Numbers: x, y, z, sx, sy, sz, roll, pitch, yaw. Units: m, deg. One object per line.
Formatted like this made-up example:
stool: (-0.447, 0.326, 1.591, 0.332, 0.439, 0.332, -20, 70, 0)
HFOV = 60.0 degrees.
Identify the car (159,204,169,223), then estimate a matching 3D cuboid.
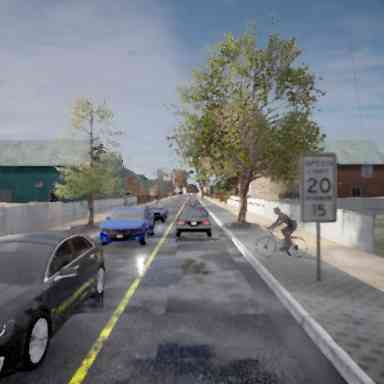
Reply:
car: (-2.848, 1.587, 25.523, 1.895, 1.301, 4.718, 0, 0, 0)

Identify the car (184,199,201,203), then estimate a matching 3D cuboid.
car: (0.083, 1.519, 39.552, 2.033, 1.411, 5.357, 0, 0, 0)

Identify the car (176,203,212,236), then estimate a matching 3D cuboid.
car: (0.102, 1.538, 18.343, 2.033, 1.411, 5.357, 0, 0, 0)

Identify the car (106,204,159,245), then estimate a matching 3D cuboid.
car: (-2.853, 1.472, 15.630, 1.882, 1.535, 5.008, 0, 0, 0)

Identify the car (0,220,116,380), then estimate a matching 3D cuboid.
car: (-2.850, 1.505, 5.731, 1.837, 1.490, 4.892, 0, 0, 0)

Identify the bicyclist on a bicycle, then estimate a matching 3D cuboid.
bicyclist on a bicycle: (2.833, 1.294, 10.552, 1.656, 1.620, 0.582, 1, 0, 0)
